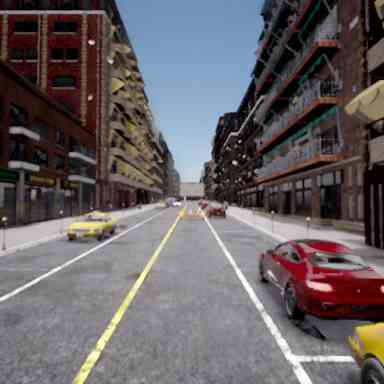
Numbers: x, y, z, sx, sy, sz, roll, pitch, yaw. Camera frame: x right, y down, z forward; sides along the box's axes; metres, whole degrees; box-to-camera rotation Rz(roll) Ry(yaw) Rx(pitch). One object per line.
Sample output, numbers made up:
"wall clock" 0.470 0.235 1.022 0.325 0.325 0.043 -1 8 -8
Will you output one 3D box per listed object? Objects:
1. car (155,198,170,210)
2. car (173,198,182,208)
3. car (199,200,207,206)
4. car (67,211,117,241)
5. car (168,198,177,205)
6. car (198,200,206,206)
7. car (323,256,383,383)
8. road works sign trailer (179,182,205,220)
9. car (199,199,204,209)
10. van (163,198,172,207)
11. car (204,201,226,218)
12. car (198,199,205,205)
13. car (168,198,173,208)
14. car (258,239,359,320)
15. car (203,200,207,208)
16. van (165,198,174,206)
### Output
"car" -5.308 2.251 56.840 1.752 1.417 4.829 2 -1 0
"car" -2.789 2.362 64.682 1.812 1.442 4.674 0 -1 1
"car" 2.567 2.596 79.070 1.887 1.381 4.507 1 -1 0
"car" -5.298 1.739 18.136 1.752 1.417 4.829 2 -1 0
"car" -5.311 2.541 90.192 2.192 1.841 5.009 1 -1 0
"car" 2.565 2.682 84.599 1.887 1.381 4.507 1 -1 0
"car" 2.586 1.548 1.822 1.752 1.417 4.829 2 -1 0
"road works sign trailer" -0.008 0.844 31.506 2.380 3.560 2.880 0 -1 0
"car" 2.571 2.272 56.948 1.887 1.381 4.507 1 -1 0
"van" -5.307 2.309 73.601 1.690 1.788 3.998 2 -1 0
"car" 2.577 1.968 34.828 1.887 1.381 4.507 1 -1 0
"car" 2.574 2.665 90.132 1.967 1.590 4.097 1 -1 0
"car" -5.304 2.122 62.544 2.192 1.841 5.009 2 -1 0
"car" 2.583 1.666 7.180 1.802 1.307 4.206 1 -1 0
"car" 2.576 2.024 40.530 1.752 1.417 4.829 1 -1 0
"van" -5.309 2.394 79.132 1.690 1.788 3.998 1 -1 0
